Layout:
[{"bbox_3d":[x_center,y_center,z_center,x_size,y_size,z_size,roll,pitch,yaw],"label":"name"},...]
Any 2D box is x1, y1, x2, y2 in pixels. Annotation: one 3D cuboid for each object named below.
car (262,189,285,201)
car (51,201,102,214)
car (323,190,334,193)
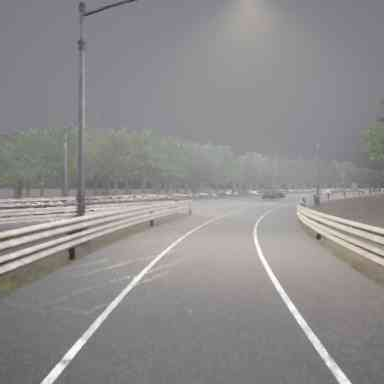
[{"bbox_3d":[14.836,0.425,60.406,2.150,2.045,5.566,1,2,40],"label":"car"},{"bbox_3d":[-10.446,1.528,30.486,1.812,1.442,4.674,1,2,40],"label":"car"},{"bbox_3d":[34.396,0.108,83.544,1.812,1.442,4.674,1,2,40],"label":"car"}]
